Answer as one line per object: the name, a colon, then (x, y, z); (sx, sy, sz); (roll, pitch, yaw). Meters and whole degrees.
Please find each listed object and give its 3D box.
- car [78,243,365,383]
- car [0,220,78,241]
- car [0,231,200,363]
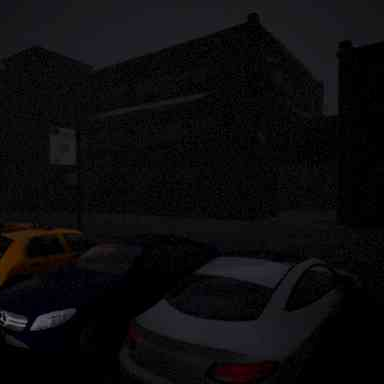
car: (1.082, 1.523, 4.581); (2.002, 1.452, 4.674); (0, 0, 36)
car: (-3.228, 1.508, 7.887); (1.946, 1.575, 5.366); (-1, 0, 36)
car: (-1.079, 1.532, 6.129); (2.002, 1.452, 4.674); (-1, 0, 36)
